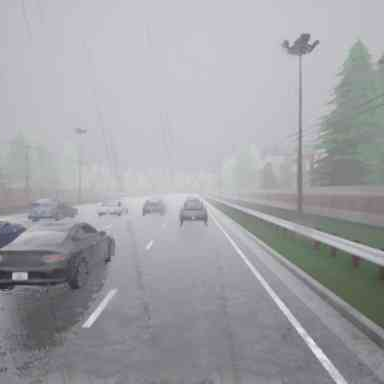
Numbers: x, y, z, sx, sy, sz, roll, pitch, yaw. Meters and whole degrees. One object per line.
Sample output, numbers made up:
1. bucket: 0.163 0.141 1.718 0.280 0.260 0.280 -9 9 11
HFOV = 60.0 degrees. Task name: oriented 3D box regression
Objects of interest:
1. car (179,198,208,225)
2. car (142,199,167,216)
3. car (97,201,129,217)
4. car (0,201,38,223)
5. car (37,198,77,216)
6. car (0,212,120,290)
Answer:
1. car: 0.105 1.399 23.223 2.128 1.511 4.902 0 0 0
2. car: -3.394 1.370 30.723 2.128 1.511 4.902 0 0 0
3. car: -6.894 1.484 29.498 1.895 1.301 4.718 0 0 0
4. car: -6.898 1.312 10.143 2.097 1.767 4.553 0 0 0
5. car: -10.395 1.448 25.199 2.033 1.411 5.357 0 0 0
6. car: -3.412 1.490 8.891 1.812 1.442 4.674 0 0 0
